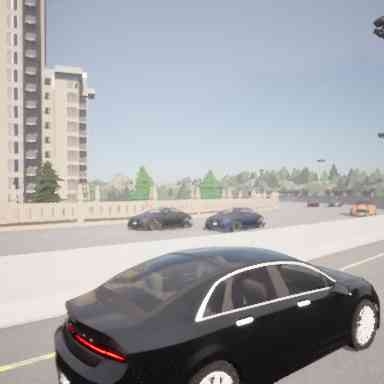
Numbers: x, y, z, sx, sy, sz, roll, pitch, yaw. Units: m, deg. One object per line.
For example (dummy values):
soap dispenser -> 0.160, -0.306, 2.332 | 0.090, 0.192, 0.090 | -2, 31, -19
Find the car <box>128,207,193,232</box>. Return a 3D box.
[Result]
car -> -1.921, 1.650, 20.934 | 4.181, 1.385, 1.994 | 0, 0, -44

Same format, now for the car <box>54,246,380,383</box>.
car -> 0.749, 1.519, 4.563 | 4.892, 1.490, 1.837 | 0, 0, -37

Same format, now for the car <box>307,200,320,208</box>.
car -> 20.403, 1.957, 55.878 | 1.895, 1.301, 4.718 | 0, -1, 19

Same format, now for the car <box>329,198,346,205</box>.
car -> 31.123, 1.986, 71.313 | 2.128, 1.511, 4.902 | 0, -1, 8

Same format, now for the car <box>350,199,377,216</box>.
car -> 17.163, 1.501, 33.173 | 2.097, 1.767, 4.553 | 0, -1, 32

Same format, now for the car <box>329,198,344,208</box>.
car -> 24.011, 1.836, 55.695 | 2.128, 1.511, 4.902 | 0, -1, 19

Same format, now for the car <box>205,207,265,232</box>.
car -> 2.717, 1.645, 20.602 | 1.994, 1.385, 4.181 | 0, 0, 44
